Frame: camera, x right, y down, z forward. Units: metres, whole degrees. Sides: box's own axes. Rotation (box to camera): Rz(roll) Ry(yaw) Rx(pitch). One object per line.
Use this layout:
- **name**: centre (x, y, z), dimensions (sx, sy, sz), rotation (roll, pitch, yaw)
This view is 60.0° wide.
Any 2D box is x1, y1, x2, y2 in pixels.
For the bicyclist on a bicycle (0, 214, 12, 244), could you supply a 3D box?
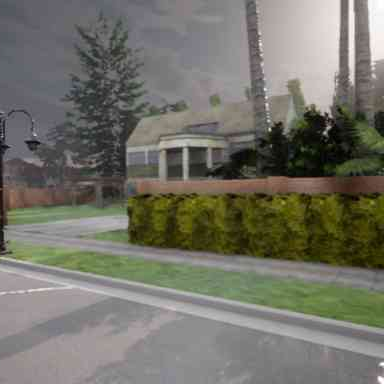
- **bicyclist on a bicycle**: centre (-7.386, 1.223, 12.129), dimensions (0.582, 1.620, 1.656), rotation (0, 0, 32)
